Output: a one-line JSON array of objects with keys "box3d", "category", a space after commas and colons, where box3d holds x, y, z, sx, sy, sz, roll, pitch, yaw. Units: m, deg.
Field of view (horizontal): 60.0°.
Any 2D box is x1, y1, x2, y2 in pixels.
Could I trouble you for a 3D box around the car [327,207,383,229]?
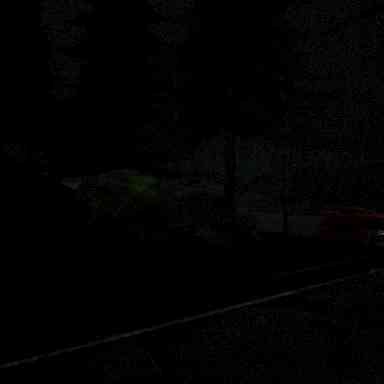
[{"box3d": [13.115, 1.942, 25.960, 1.882, 1.535, 5.008, 1, 0, -36], "category": "car"}]
